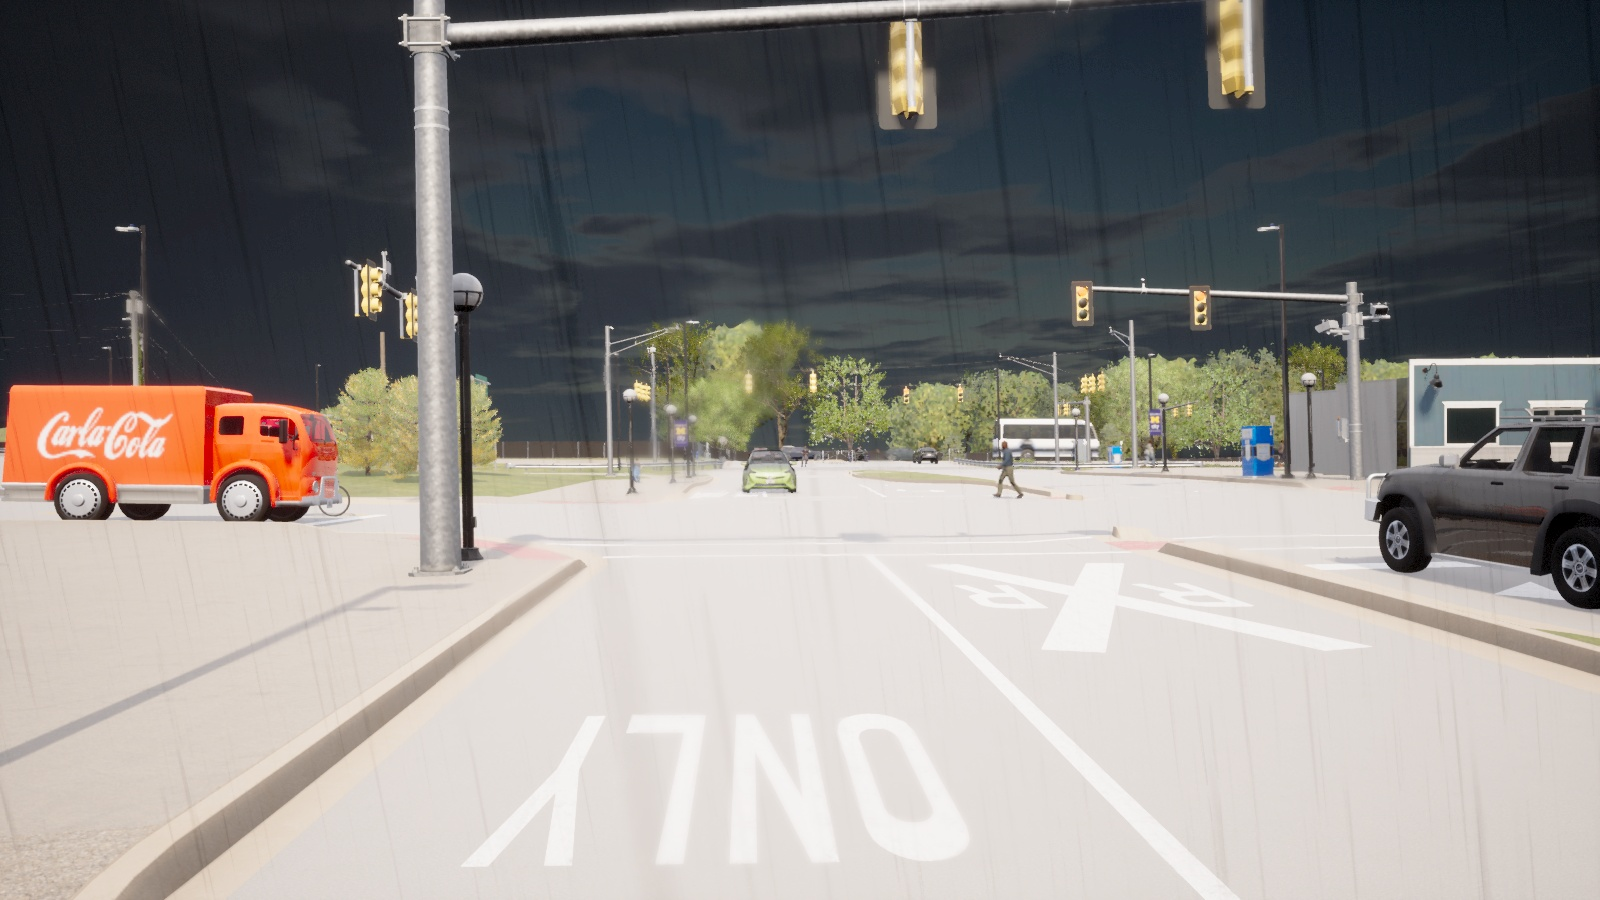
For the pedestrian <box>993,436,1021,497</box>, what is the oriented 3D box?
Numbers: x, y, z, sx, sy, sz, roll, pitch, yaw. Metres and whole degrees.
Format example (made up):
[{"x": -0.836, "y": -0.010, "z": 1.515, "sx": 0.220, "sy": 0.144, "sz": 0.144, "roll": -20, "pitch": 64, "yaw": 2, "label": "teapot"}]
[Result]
[{"x": 6.361, "y": 0.517, "z": 38.586, "sx": 0.726, "sy": 1.835, "sz": 0.370, "roll": -2, "pitch": -1, "yaw": 0, "label": "pedestrian"}]

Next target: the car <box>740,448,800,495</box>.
[{"x": -1.164, "y": 0.731, "z": 45.813, "sx": 2.007, "sy": 1.525, "sz": 4.514, "roll": -1, "pitch": 1, "yaw": -3, "label": "car"}]

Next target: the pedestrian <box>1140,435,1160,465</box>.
[{"x": 22.026, "y": 0.031, "z": 79.071, "sx": 0.900, "sy": 1.855, "sz": 0.874, "roll": -2, "pitch": -1, "yaw": -10, "label": "pedestrian"}]

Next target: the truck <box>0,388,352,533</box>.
[{"x": -11.174, "y": 0.198, "z": 22.732, "sx": 5.204, "sy": 2.467, "sz": 2.627, "roll": 0, "pitch": -1, "yaw": -2, "label": "truck"}]

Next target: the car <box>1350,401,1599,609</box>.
[{"x": 7.887, "y": 0.437, "z": 13.015, "sx": 1.932, "sy": 1.855, "sz": 4.605, "roll": -1, "pitch": 1, "yaw": -7, "label": "car"}]
